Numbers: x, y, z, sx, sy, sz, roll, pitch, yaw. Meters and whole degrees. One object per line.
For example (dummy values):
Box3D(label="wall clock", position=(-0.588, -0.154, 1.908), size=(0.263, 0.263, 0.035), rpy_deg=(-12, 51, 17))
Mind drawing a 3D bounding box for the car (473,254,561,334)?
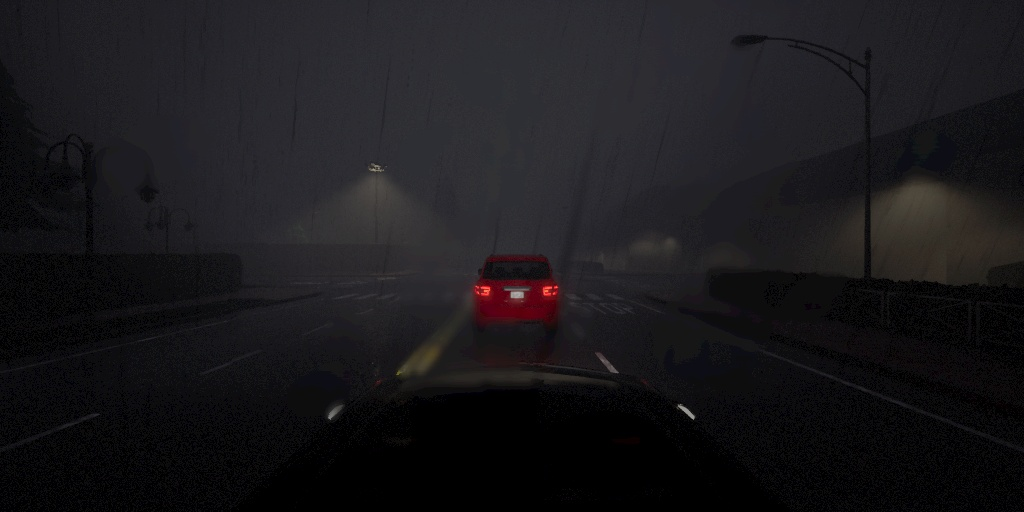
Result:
Box3D(label="car", position=(0.124, 0.971, 10.785), size=(2.150, 2.045, 5.566), rpy_deg=(0, 0, 0))

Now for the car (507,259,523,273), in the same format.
Box3D(label="car", position=(0.367, 1.228, 45.637), size=(1.882, 1.535, 5.008), rpy_deg=(0, 0, 1))
